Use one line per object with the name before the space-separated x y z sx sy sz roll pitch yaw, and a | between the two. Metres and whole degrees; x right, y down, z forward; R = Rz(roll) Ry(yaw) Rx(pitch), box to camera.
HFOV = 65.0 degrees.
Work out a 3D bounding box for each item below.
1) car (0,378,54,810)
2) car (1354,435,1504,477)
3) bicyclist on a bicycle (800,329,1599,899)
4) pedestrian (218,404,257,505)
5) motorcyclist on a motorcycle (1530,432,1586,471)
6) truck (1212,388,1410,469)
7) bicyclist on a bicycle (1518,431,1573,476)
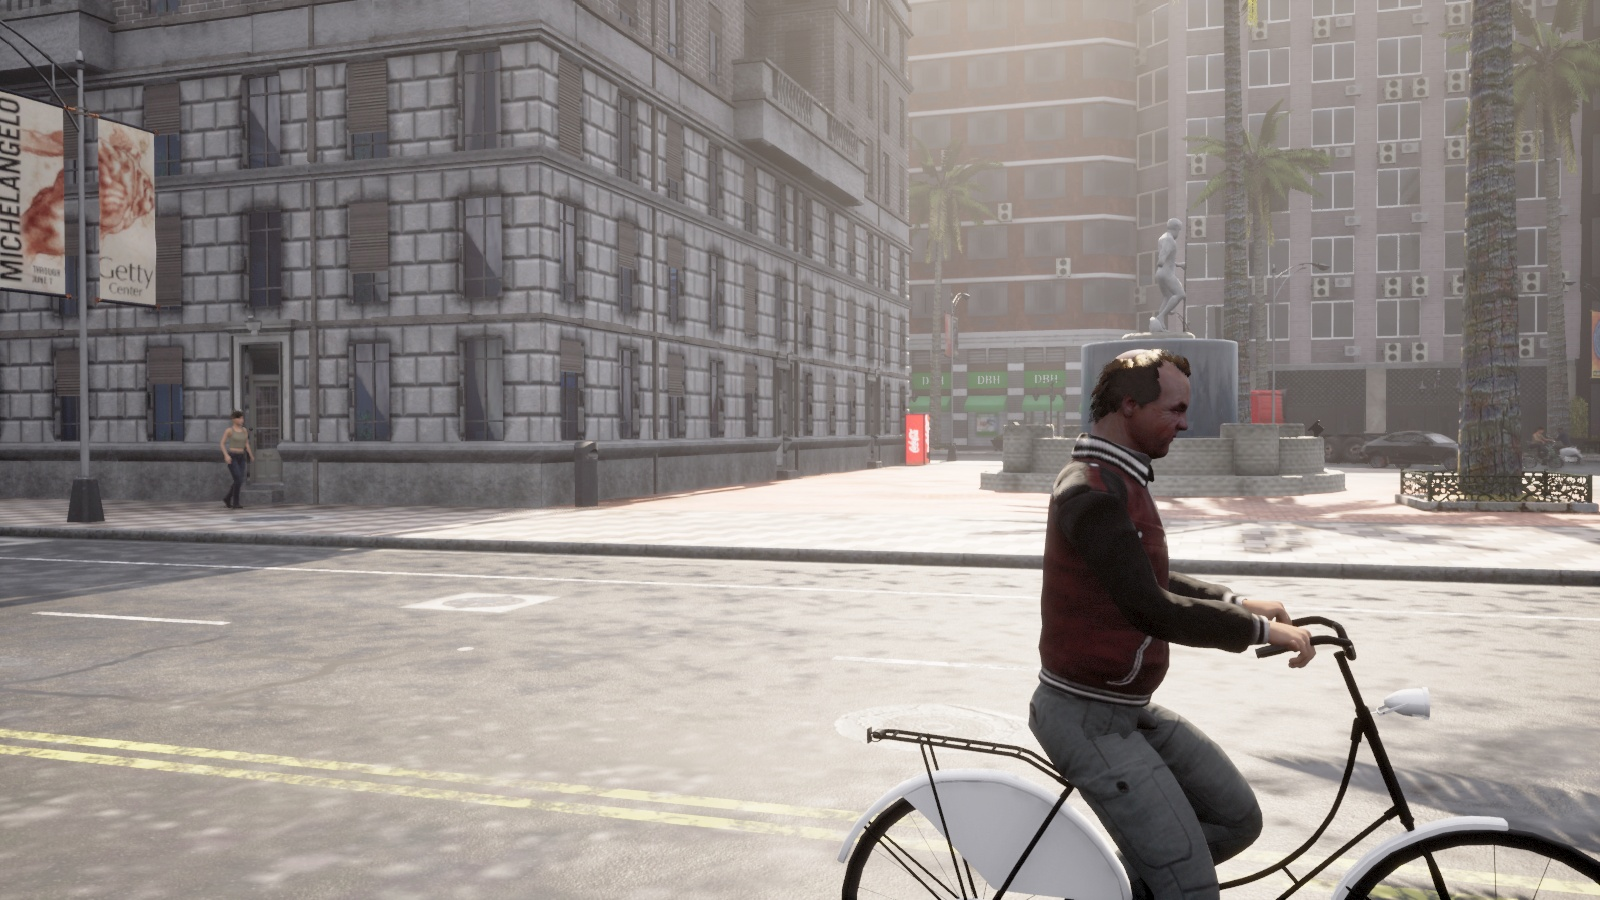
car | -5.684 0.582 5.087 4.553 1.767 2.097 1 1 18
car | 23.249 0.194 46.584 1.812 1.442 4.674 0 1 -34
bicyclist on a bicycle | 0.978 0.655 2.875 1.843 1.776 0.659 0 1 19
pedestrian | -10.344 0.074 23.104 0.594 1.836 0.345 1 1 24
motorcyclist on a motorcycle | 31.787 0.056 52.679 0.866 1.590 1.817 -1 1 -32
truck | 23.355 -0.993 57.781 2.891 3.462 7.936 -1 1 -42
bicyclist on a bicycle | 27.454 0.126 46.253 0.866 1.612 1.509 -1 1 -28
